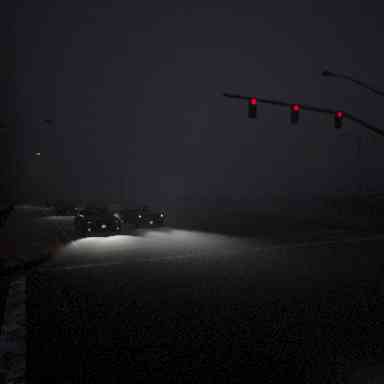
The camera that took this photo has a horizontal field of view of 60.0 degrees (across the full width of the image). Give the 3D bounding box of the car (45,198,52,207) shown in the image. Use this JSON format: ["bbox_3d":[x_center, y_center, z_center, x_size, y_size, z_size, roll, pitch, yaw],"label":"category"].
[{"bbox_3d":[-20.936,1.579,49.722,2.033,1.411,5.357,0,0,-27],"label":"car"}]

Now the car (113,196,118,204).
[{"bbox_3d":[-14.054,1.481,59.398,1.837,1.490,4.892,0,0,-27],"label":"car"}]

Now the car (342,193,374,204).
[{"bbox_3d":[28.241,1.092,56.814,1.932,1.855,4.605,0,0,-27],"label":"car"}]

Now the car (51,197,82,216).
[{"bbox_3d":[-12.312,1.517,32.420,1.812,1.442,4.674,0,0,-27],"label":"car"}]

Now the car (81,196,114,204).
[{"bbox_3d":[-10.450,1.478,36.483,2.128,1.511,4.902,0,0,-27],"label":"car"}]

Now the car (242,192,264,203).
[{"bbox_3d":[11.577,1.344,65.270,1.970,1.475,3.806,0,0,-27],"label":"car"}]

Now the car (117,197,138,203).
[{"bbox_3d":[-9.482,1.503,50.433,1.812,1.442,4.674,0,0,-26],"label":"car"}]

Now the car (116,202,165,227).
[{"bbox_3d":[-3.516,1.590,22.708,1.895,1.301,4.718,0,0,-27],"label":"car"}]

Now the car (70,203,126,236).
[{"bbox_3d":[-5.341,1.557,18.553,1.994,1.385,4.181,0,0,-27],"label":"car"}]

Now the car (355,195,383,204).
[{"bbox_3d":[30.861,1.299,58.051,1.784,1.438,3.905,0,0,-27],"label":"car"}]

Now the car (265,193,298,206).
[{"bbox_3d":[13.165,1.353,49.182,1.970,1.475,3.806,0,0,-27],"label":"car"}]

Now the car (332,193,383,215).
[{"bbox_3d":[15.936,1.119,31.102,1.932,1.855,4.605,0,0,-27],"label":"car"}]

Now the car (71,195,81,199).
[{"bbox_3d":[-17.811,1.291,51.296,1.837,1.490,4.892,0,0,-27],"label":"car"}]

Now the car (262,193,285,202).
[{"bbox_3d":[16.545,1.096,67.807,1.932,1.855,4.605,0,0,-27],"label":"car"}]
